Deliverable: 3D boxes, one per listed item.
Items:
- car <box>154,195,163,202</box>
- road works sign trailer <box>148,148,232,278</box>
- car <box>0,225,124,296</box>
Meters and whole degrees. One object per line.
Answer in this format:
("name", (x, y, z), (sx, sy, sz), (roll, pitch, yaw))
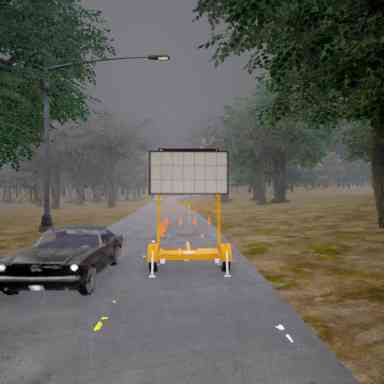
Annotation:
("car", (-8.802, 1.562, 87.829), (2.150, 2.045, 5.566), (0, 0, -5))
("road works sign trailer", (-0.097, 0.475, 10.220), (2.380, 3.560, 2.880), (0, 0, -2))
("car", (-3.142, 1.608, 8.835), (1.895, 1.301, 4.718), (0, 0, -1))
